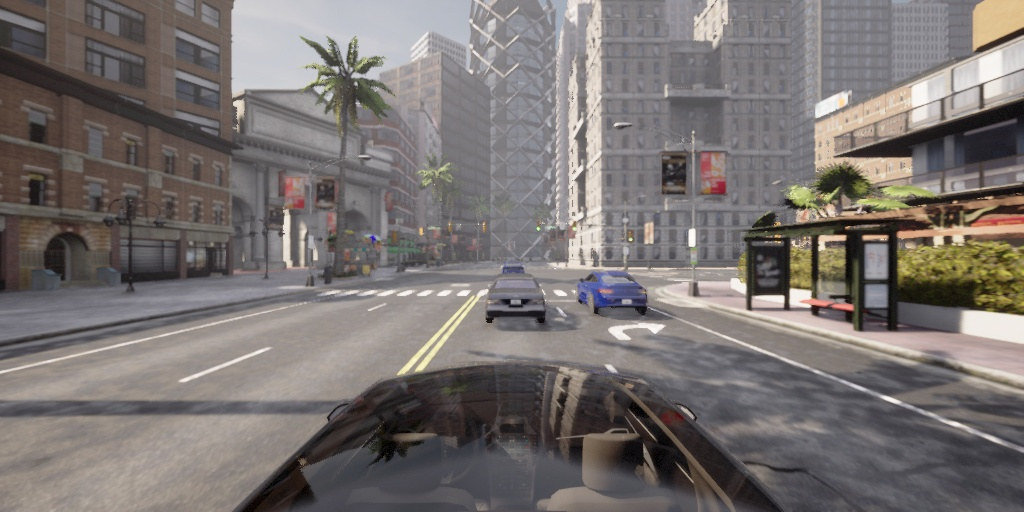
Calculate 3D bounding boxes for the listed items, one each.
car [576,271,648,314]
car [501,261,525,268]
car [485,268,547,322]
[{"bbox_3d":[3.618,1.266,13.506,1.812,1.442,4.674,0,0,1],"label":"car"},{"bbox_3d":[0.102,1.204,31.565,1.882,1.535,5.008,0,0,0],"label":"car"},{"bbox_3d":[0.102,1.289,12.210,2.033,1.411,5.357,0,0,0],"label":"car"}]
